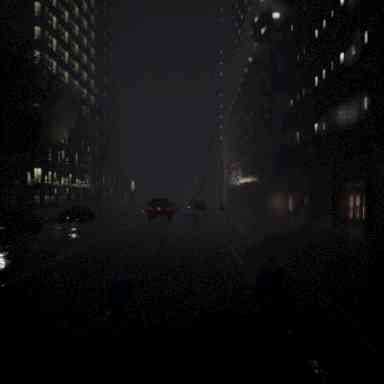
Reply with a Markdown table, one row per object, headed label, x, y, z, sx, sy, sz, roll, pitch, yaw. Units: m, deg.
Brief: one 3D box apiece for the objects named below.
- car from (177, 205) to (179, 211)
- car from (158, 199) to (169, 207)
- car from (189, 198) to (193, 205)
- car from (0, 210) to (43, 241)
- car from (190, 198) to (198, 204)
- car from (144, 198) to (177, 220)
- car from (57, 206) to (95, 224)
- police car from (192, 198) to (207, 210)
| label | x | y | z | sx | sy | sz | roll | pitch | yaw |
| --- | --- | --- | --- | --- | --- | --- | --- | --- | --- |
| car | -2.888 | 2.142 | 46.606 | 1.895 | 1.301 | 4.718 | 0 | -1 | 1 |
| car | -6.091 | 2.334 | 71.696 | 2.033 | 1.411 | 5.357 | 0 | -1 | 0 |
| car | 0.423 | 2.172 | 73.959 | 1.837 | 1.490 | 4.892 | 0 | -1 | 0 |
| car | -9.754 | 1.712 | 17.964 | 1.812 | 1.442 | 4.674 | 0 | -1 | 0 |
| car | 0.502 | 2.295 | 87.173 | 1.882 | 1.535 | 5.008 | 0 | -1 | 0 |
| car | -2.972 | 1.599 | 32.367 | 2.150 | 2.045 | 5.566 | 0 | 0 | 0 |
| car | -9.657 | 1.868 | 27.947 | 1.994 | 1.385 | 4.181 | 0 | -1 | 1 |
| police car | 1.449 | 2.076 | 55.182 | 1.930 | 1.638 | 5.238 | 0 | -1 | 0 |
